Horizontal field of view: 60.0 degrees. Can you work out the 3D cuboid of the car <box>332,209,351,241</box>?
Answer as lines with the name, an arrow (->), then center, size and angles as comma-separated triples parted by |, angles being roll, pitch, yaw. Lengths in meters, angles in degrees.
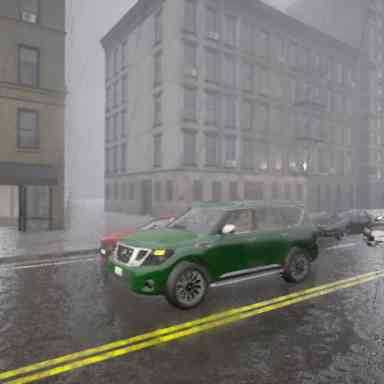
car -> 7.919, 1.605, 17.287 | 5.357, 1.411, 2.033 | 0, 0, -35

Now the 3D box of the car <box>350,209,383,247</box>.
car -> 9.238, 1.547, 14.232 | 4.902, 1.511, 2.128 | 0, 0, -35

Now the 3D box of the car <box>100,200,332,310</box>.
car -> 0.804, 1.241, 8.222 | 5.566, 2.045, 2.150 | 0, 0, -35

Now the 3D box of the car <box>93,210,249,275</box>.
car -> -0.562, 1.498, 11.241 | 5.008, 1.535, 1.882 | 0, 0, -35
